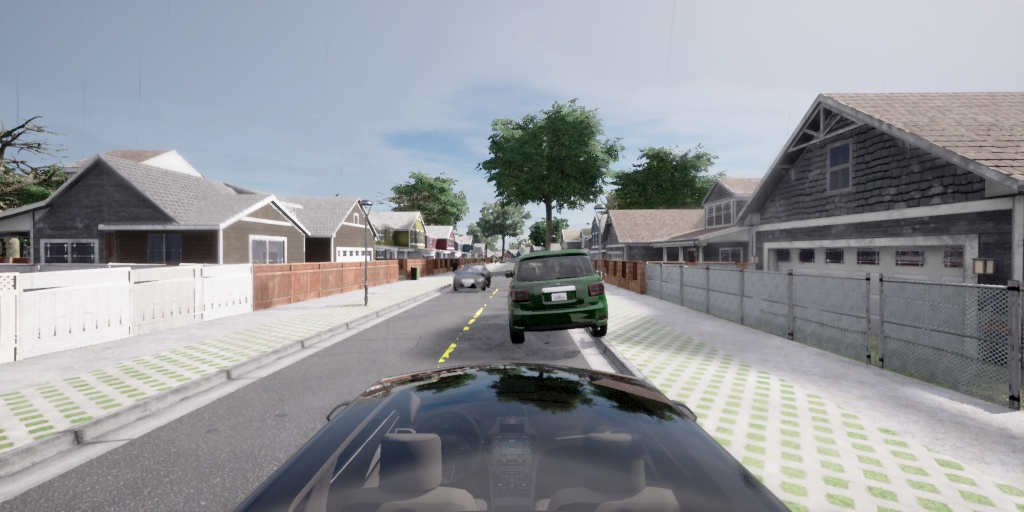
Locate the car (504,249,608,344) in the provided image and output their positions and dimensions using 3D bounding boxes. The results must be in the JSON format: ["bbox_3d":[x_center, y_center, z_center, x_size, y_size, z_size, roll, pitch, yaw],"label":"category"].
[{"bbox_3d":[1.012,0.897,9.750,2.150,2.045,5.566,-5,0,2],"label":"car"}]

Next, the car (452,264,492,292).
[{"bbox_3d":[-2.260,1.243,21.301,2.128,1.511,4.902,0,0,2],"label":"car"}]

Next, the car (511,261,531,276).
[{"bbox_3d":[1.102,1.322,39.611,2.033,1.411,5.357,0,0,3],"label":"car"}]
